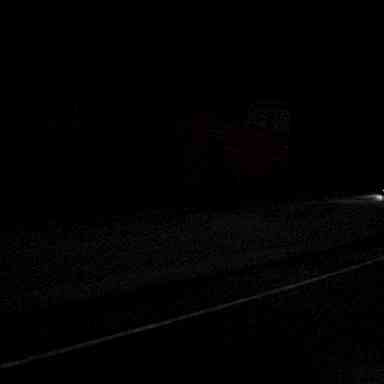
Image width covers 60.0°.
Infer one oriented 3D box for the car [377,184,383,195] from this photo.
[{"bbox_3d":[22.698,-0.569,37.357,4.902,1.511,2.128,-5,3,-35],"label":"car"}]
